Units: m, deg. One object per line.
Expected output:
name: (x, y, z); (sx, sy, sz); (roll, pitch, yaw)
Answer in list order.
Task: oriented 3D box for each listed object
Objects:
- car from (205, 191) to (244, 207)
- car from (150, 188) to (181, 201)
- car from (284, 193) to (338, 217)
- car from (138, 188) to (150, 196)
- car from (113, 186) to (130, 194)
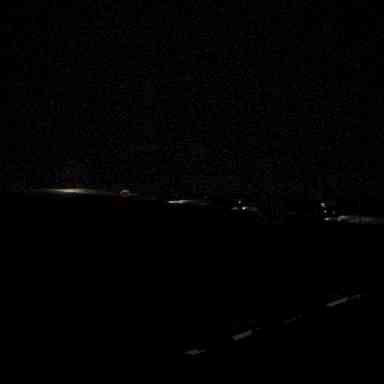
car: (3.377, 0.691, 35.355); (2.128, 1.511, 4.902); (-3, 4, -35)
car: (-3.383, 0.322, 44.913); (1.837, 1.490, 4.892); (-3, 3, -35)
car: (9.392, 0.898, 26.877); (2.097, 1.767, 4.553); (-3, 4, -35)
car: (-7.242, -0.057, 55.435); (1.895, 1.301, 4.718); (-3, 4, -35)
car: (-13.792, -0.498, 64.665); (2.128, 1.511, 4.902); (-3, 4, -35)
